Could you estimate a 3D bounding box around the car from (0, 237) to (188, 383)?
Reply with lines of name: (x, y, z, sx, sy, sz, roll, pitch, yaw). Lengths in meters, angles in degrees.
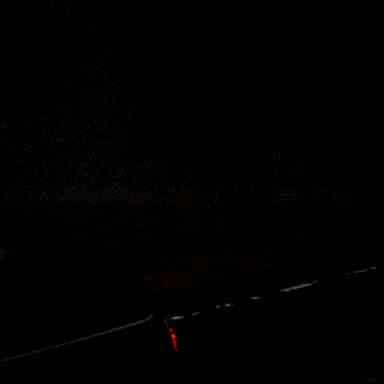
car: (-2.297, 1.305, 2.337, 4.553, 1.767, 2.097, 1, 1, -35)
